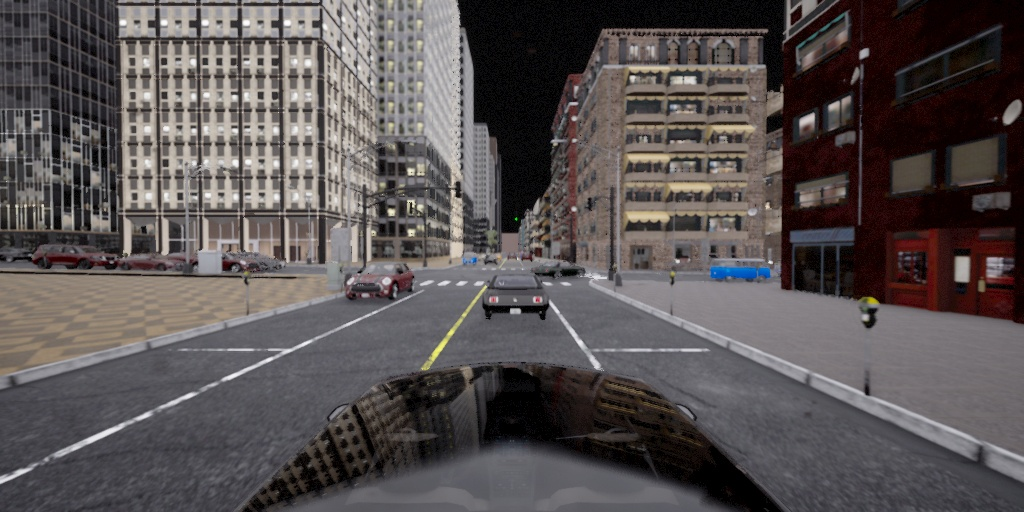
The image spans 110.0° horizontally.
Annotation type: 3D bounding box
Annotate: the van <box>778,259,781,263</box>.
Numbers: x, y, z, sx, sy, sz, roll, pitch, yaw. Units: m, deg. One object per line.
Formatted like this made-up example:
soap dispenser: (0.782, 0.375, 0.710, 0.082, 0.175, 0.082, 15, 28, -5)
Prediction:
van: (27.929, 1.157, 35.171, 3.998, 1.789, 1.690, 0, 0, 0)

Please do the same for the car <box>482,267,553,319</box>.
car: (0.103, 1.197, 12.060, 1.895, 1.301, 4.718, 0, 1, 0)

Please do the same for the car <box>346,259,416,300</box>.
car: (-5.686, 0.979, 15.914, 1.967, 1.591, 4.097, 0, 0, 0)

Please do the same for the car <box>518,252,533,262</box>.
car: (2.707, 0.144, 65.034, 2.192, 1.841, 5.009, 0, 0, 0)

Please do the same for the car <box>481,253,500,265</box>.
car: (-3.056, 0.522, 51.847, 1.837, 1.490, 4.892, 0, 1, 0)

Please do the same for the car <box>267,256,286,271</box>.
car: (-21.133, 0.459, 29.256, 4.902, 1.511, 2.128, 1, 1, 0)

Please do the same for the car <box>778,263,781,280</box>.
car: (22.459, 1.412, 26.811, 4.313, 1.339, 1.948, 0, 0, 0)

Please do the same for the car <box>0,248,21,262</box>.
car: (-49.097, -0.097, 34.994, 4.313, 1.339, 1.948, 0, 0, 0)

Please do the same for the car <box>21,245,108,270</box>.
car: (-32.288, 0.111, 26.653, 5.009, 1.841, 2.192, 0, 0, 0)

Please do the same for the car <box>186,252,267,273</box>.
car: (-21.140, 0.449, 26.678, 4.097, 1.591, 1.967, 0, 0, 0)

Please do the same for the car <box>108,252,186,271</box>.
car: (-26.714, 0.485, 26.665, 4.207, 1.307, 1.802, 0, 0, 0)

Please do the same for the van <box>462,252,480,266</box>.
van: (-5.677, 0.408, 48.384, 1.690, 1.789, 3.998, 0, 0, 0)

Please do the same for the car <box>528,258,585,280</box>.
car: (3.645, 1.076, 27.455, 1.895, 1.301, 4.718, 2, 1, 44)

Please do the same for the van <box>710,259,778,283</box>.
van: (16.919, 1.084, 26.628, 3.998, 1.789, 1.690, 0, 0, 0)
